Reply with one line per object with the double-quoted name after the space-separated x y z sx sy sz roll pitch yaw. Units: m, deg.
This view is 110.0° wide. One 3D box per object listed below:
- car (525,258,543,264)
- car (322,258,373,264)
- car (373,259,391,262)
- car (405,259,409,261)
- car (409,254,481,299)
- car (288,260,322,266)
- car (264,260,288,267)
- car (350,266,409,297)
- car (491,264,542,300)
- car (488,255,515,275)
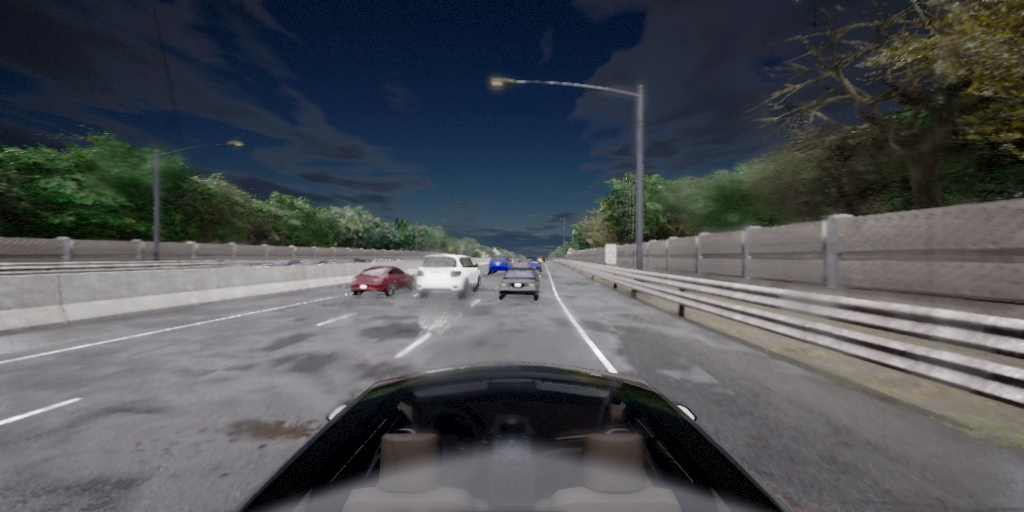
2.947 1.274 47.003 1.812 1.442 4.674 0 0 5 "car"
-15.751 0.987 34.664 2.097 1.767 4.553 0 0 5 "car"
-17.892 1.173 50.364 1.994 1.385 4.181 0 0 5 "car"
-14.293 1.123 51.240 2.128 1.511 4.902 0 0 6 "car"
-3.028 0.948 18.197 2.150 2.045 5.566 0 0 5 "car"
-19.235 1.176 35.006 1.994 1.385 4.181 0 0 5 "car"
-22.638 1.137 36.180 2.033 1.411 5.357 0 0 5 "car"
-6.519 1.227 18.492 1.812 1.442 4.674 0 0 5 "car"
0.456 1.295 17.897 2.033 1.411 5.357 0 0 5 "car"
-1.221 0.951 39.342 2.150 2.045 5.566 0 0 5 "car"
